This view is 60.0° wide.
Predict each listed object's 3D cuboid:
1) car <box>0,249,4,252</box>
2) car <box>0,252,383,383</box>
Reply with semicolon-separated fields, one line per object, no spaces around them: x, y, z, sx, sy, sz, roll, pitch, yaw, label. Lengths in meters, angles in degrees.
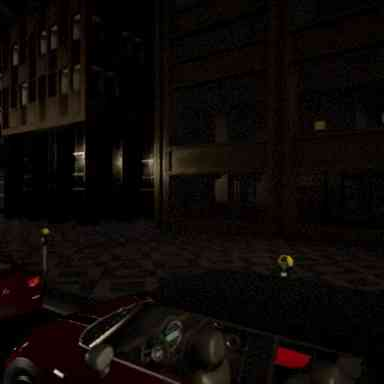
-4.406;1.586;6.113;4.206;1.307;1.802;0;0;36;car
0.150;1.441;2.854;4.097;1.590;1.967;0;0;36;car
